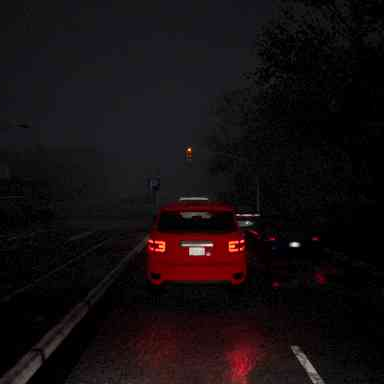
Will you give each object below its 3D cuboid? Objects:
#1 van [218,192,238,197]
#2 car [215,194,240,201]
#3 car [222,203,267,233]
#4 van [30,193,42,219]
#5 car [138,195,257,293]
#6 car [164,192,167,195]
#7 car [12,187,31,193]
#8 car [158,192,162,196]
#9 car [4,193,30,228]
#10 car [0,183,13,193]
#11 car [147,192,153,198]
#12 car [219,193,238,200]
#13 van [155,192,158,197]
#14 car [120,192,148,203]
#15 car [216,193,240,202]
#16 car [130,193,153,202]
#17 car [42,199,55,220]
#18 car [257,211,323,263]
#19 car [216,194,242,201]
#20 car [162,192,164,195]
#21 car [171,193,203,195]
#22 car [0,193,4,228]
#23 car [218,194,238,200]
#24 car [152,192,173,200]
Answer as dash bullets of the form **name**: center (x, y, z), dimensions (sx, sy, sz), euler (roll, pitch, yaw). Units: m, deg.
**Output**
- **van**: center (7.165, 1.044, 67.638), dimensions (4.442, 1.987, 1.878), euler (1, 0, -14)
- **car**: center (8.051, 1.259, 76.454), dimensions (5.366, 1.575, 1.946), euler (1, 0, -13)
- **car**: center (3.135, 1.519, 21.006), dimensions (2.128, 1.511, 4.902), euler (0, 0, 0)
- **van**: center (-13.645, 1.298, 24.222), dimensions (4.442, 1.987, 1.878), euler (-1, 0, -20)
- **car**: center (0.088, 1.230, 9.044), dimensions (2.150, 2.045, 5.566), euler (0, 0, 0)
- **car**: center (-9.414, 1.360, 82.966), dimensions (4.674, 1.452, 2.002), euler (-1, 0, -13)
- **car**: center (-28.263, 0.138, 55.849), dimensions (2.002, 1.452, 4.674), euler (6, -3, -19)
- **car**: center (-10.148, 1.323, 76.968), dimensions (4.892, 1.521, 2.231), euler (-1, 0, -14)
- **car**: center (-13.755, 1.269, 21.186), dimensions (5.566, 2.045, 2.435), euler (-1, 0, -20)
- **car**: center (-31.257, -0.424, 55.904), dimensions (2.435, 2.045, 5.566), euler (6, -3, -19)
- **car**: center (-10.919, 1.316, 68.003), dimensions (5.366, 1.575, 1.946), euler (-1, 0, -15)
- **car**: center (9.308, 1.130, 85.311), dimensions (4.553, 1.767, 2.185), euler (1, 0, -12)
- **van**: center (-10.370, 1.094, 73.996), dimensions (4.442, 1.987, 1.878), euler (-1, 0, -14)
- **car**: center (-11.558, 1.359, 65.010), dimensions (4.792, 1.488, 2.163), euler (-1, 0, -15)
- **car**: center (7.543, 1.143, 70.608), dimensions (4.553, 1.767, 2.185), euler (1, 0, -14)
- **car**: center (-10.830, 1.197, 70.955), dimensions (4.553, 1.767, 2.185), euler (-1, 0, -14)
- **car**: center (-13.675, 1.405, 27.200), dimensions (4.553, 1.767, 2.185), euler (-1, 0, -19)
- **car**: center (3.098, 1.577, 12.103), dimensions (1.994, 1.385, 4.181), euler (0, 0, -1)
- **car**: center (8.074, 1.265, 73.602), dimensions (5.366, 1.575, 1.946), euler (1, 0, -13)
- **car**: center (-9.780, 1.360, 79.964), dimensions (4.674, 1.452, 2.002), euler (-1, 0, -13)
- **car**: center (0.120, 1.247, 19.402), dimensions (2.150, 2.045, 5.566), euler (0, 0, 0)
- **car**: center (-13.823, 1.264, 18.149), dimensions (5.566, 2.045, 2.435), euler (-1, 0, -20)
- **car**: center (8.947, 1.299, 82.380), dimensions (4.674, 1.452, 2.002), euler (1, 0, -12)
- **car**: center (-8.164, 1.066, 91.956), dimensions (5.566, 2.045, 2.435), euler (-1, 0, -12)
